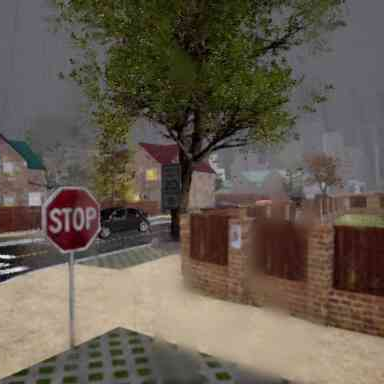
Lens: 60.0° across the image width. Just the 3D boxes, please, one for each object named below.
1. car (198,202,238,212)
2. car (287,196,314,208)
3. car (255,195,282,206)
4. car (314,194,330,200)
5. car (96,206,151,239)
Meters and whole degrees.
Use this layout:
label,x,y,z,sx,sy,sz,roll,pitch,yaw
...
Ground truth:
label,x,y,z,sx,sy,sz,roll,pitch,yaw
car,2.351,1.550,28.315,1.895,1.301,4.718,-2,-1,32
car,12.644,1.276,39.385,1.837,1.490,4.892,-2,-1,32
car,9.015,1.215,39.070,2.097,1.767,4.553,-2,0,32
car,20.058,1.029,51.402,2.097,1.767,4.553,-2,-1,32
car,-4.191,1.538,17.725,1.837,1.490,4.892,-2,-1,32
